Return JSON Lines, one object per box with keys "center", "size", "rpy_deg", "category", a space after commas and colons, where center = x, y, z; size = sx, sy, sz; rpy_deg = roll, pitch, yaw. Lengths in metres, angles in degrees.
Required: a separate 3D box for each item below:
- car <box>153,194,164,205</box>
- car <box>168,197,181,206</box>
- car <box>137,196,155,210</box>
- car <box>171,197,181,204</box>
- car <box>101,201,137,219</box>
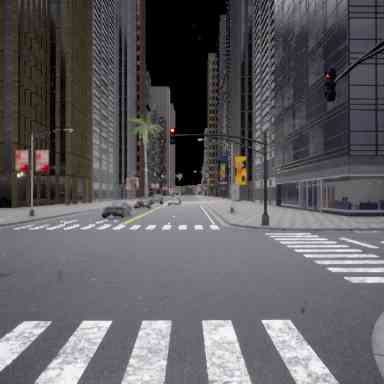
{"center": [-6.622, 1.496, 63.802], "size": [2.150, 2.045, 5.566], "rpy_deg": [0, 0, 0], "category": "car"}
{"center": [-3.266, 1.779, 59.928], "size": [1.895, 1.301, 4.718], "rpy_deg": [0, 0, 0], "category": "car"}
{"center": [-6.682, 1.681, 45.920], "size": [1.994, 1.385, 4.181], "rpy_deg": [0, 0, 0], "category": "car"}
{"center": [-3.284, 1.786, 69.824], "size": [1.994, 1.385, 4.181], "rpy_deg": [0, 0, 0], "category": "car"}
{"center": [-6.657, 1.612, 30.109], "size": [2.033, 1.411, 5.357], "rpy_deg": [0, 0, 0], "category": "car"}
